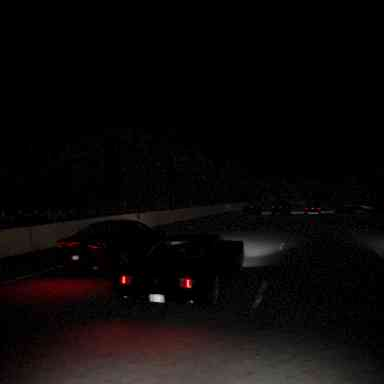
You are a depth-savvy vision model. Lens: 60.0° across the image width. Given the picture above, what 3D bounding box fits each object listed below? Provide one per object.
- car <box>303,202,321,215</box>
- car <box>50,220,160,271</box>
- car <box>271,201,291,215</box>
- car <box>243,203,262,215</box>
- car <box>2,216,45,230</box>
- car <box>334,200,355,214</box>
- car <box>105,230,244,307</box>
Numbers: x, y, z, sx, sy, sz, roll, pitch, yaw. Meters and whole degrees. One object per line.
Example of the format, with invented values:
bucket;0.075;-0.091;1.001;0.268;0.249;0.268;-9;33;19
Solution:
car;14.270;1.919;39.479;2.033;1.411;5.357;-2;-2;19
car;-2.497;1.709;11.715;1.882;1.535;5.008;-2;-1;19
car;10.826;1.842;40.243;2.097;1.767;4.553;-2;-2;19
car;7.665;2.100;41.794;1.882;1.535;5.008;-2;-1;19
car;-10.637;2.214;21.025;1.994;1.385;4.181;-2;-1;19
car;17.751;1.733;38.862;1.882;1.535;5.008;-2;-1;19
car;0.054;1.700;8.323;1.895;1.301;4.718;-2;-1;19
